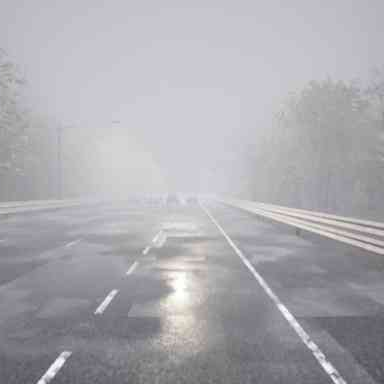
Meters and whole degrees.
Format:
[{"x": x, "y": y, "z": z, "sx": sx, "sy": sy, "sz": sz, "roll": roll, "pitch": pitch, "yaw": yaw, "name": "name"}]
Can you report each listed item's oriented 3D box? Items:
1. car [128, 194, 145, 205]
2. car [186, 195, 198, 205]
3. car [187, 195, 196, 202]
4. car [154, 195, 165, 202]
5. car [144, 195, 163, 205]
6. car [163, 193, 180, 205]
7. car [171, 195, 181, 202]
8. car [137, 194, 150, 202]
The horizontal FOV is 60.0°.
[{"x": -10.522, "y": 1.528, "z": 60.915, "sx": 2.128, "sy": 1.511, "sz": 4.902, "roll": 0, "pitch": 0, "yaw": 0, "name": "car"}, {"x": -0.023, "y": 1.407, "z": 61.305, "sx": 2.097, "sy": 1.767, "sz": 4.553, "roll": 0, "pitch": 0, "yaw": 0, "name": "car"}, {"x": -0.026, "y": 1.450, "z": 72.867, "sx": 1.882, "sy": 1.535, "sz": 5.008, "roll": 0, "pitch": 0, "yaw": 0, "name": "car"}, {"x": -7.026, "y": 1.445, "z": 72.710, "sx": 1.882, "sy": 1.535, "sz": 5.008, "roll": 0, "pitch": 0, "yaw": 0, "name": "car"}, {"x": -7.023, "y": 1.610, "z": 61.333, "sx": 1.994, "sy": 1.385, "sz": 4.181, "roll": 0, "pitch": 0, "yaw": 0, "name": "car"}, {"x": -3.522, "y": 1.287, "z": 60.948, "sx": 2.150, "sy": 2.045, "sz": 5.566, "roll": 0, "pitch": 0, "yaw": 0, "name": "car"}, {"x": -3.526, "y": 1.448, "z": 72.827, "sx": 1.882, "sy": 1.535, "sz": 5.008, "roll": 0, "pitch": 0, "yaw": 0, "name": "car"}, {"x": -10.526, "y": 1.316, "z": 72.484, "sx": 2.097, "sy": 1.767, "sz": 4.553, "roll": 0, "pitch": 0, "yaw": 0, "name": "car"}]
